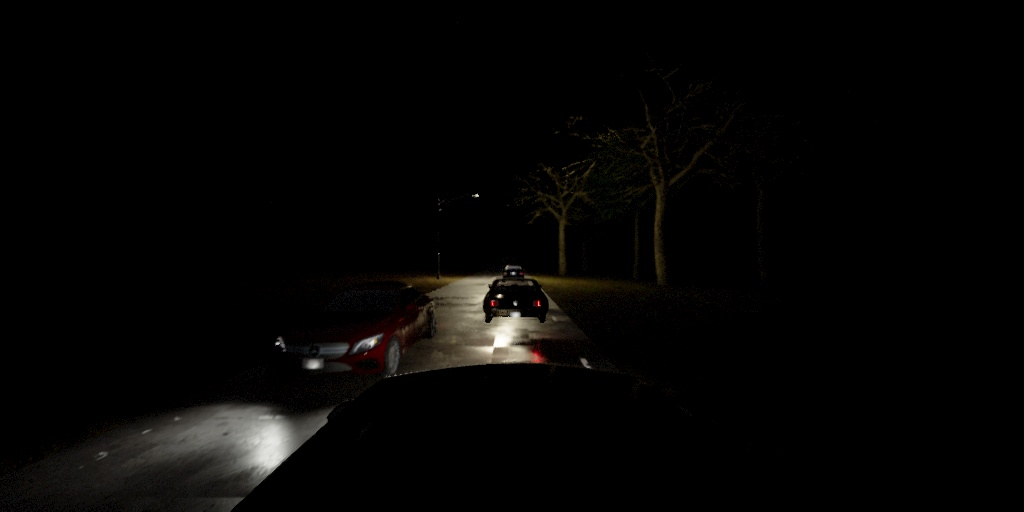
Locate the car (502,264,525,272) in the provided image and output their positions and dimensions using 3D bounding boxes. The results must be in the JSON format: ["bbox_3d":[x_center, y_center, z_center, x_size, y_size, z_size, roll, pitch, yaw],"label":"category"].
[{"bbox_3d":[0.106,1.421,30.522,2.033,1.411,5.357,0,0,0],"label":"car"}]

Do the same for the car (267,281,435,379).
[{"bbox_3d":[-2.839,1.291,7.458,1.812,1.442,4.674,0,0,0],"label":"car"}]

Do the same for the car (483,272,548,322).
[{"bbox_3d":[0.103,1.387,12.367,1.895,1.301,4.718,0,0,0],"label":"car"}]
